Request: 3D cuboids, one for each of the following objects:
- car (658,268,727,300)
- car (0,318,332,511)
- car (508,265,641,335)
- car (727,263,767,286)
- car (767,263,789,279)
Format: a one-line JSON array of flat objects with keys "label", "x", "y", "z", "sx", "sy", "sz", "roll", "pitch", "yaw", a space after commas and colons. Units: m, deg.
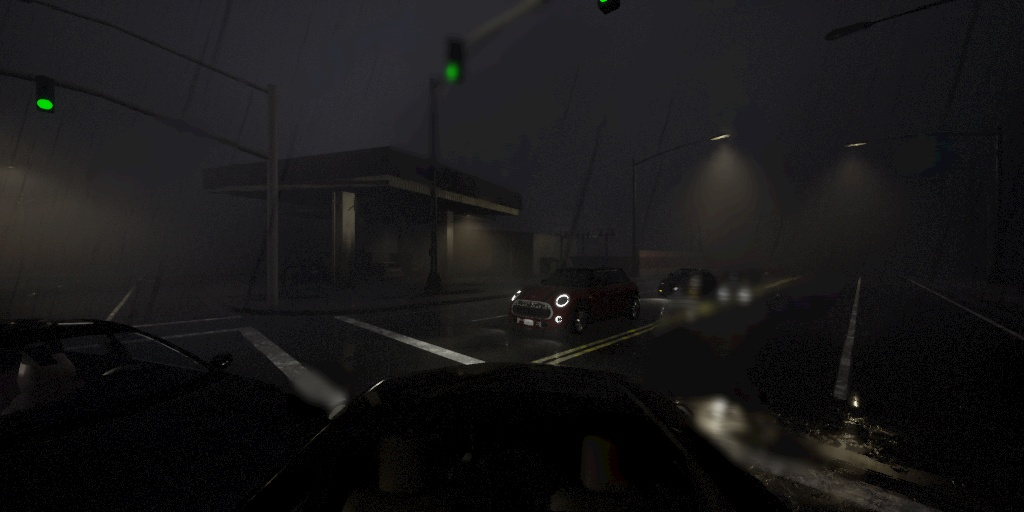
[{"label": "car", "x": 8.858, "y": 1.314, "z": 17.750, "sx": 1.994, "sy": 1.385, "sz": 4.181, "roll": 0, "pitch": 0, "yaw": 44}, {"label": "car", "x": -3.449, "y": 1.242, "z": 2.391, "sx": 4.902, "sy": 1.511, "sz": 2.128, "roll": 0, "pitch": 0, "yaw": 14}, {"label": "car", "x": 1.996, "y": 1.102, "z": 10.748, "sx": 2.097, "sy": 1.767, "sz": 4.553, "roll": 0, "pitch": 0, "yaw": 45}, {"label": "car", "x": 15.959, "y": 1.314, "z": 24.975, "sx": 1.994, "sy": 1.385, "sz": 4.181, "roll": 0, "pitch": 0, "yaw": 45}, {"label": "car", "x": 24.343, "y": 1.351, "z": 33.476, "sx": 1.895, "sy": 1.301, "sz": 4.718, "roll": 0, "pitch": 0, "yaw": 45}]
